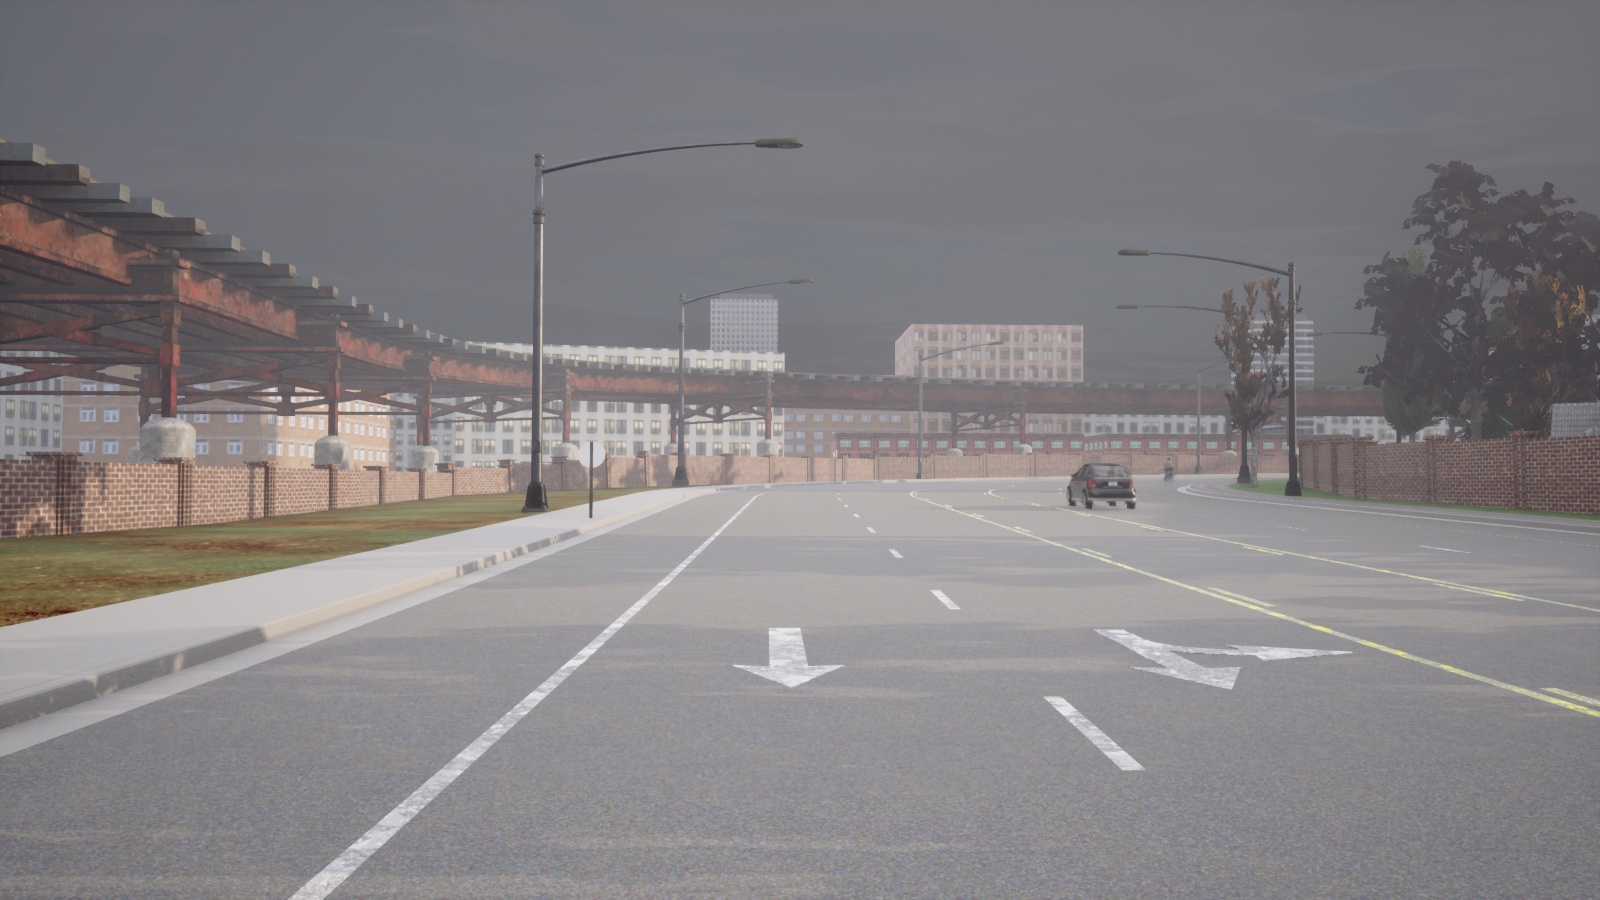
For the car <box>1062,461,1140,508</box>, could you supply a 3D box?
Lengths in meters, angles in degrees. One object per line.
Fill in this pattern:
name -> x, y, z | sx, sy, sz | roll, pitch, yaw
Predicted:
car -> 10.387, 1.154, 43.581 | 1.789, 1.549, 3.705 | 0, 0, 0
